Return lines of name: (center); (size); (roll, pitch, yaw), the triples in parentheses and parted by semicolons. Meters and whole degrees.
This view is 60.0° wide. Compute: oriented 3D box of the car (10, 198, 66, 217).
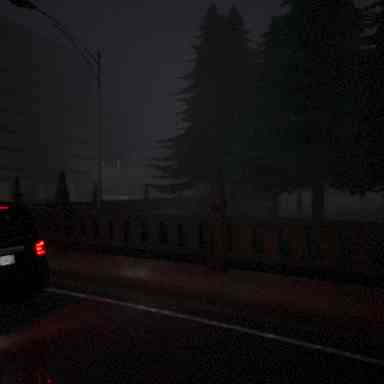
car: (-14.797, 1.438, 32.295); (1.837, 1.490, 4.892); (0, 0, 27)

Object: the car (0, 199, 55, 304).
car: (-5.319, 1.200, 6.650); (5.566, 2.045, 2.150); (0, 0, 29)

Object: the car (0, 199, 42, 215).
car: (-17.922, 1.460, 33.869); (1.812, 1.442, 4.674); (0, 0, 27)

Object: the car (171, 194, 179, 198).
car: (-3.192, 1.007, 54.893); (2.150, 2.045, 5.566); (0, 0, 28)
